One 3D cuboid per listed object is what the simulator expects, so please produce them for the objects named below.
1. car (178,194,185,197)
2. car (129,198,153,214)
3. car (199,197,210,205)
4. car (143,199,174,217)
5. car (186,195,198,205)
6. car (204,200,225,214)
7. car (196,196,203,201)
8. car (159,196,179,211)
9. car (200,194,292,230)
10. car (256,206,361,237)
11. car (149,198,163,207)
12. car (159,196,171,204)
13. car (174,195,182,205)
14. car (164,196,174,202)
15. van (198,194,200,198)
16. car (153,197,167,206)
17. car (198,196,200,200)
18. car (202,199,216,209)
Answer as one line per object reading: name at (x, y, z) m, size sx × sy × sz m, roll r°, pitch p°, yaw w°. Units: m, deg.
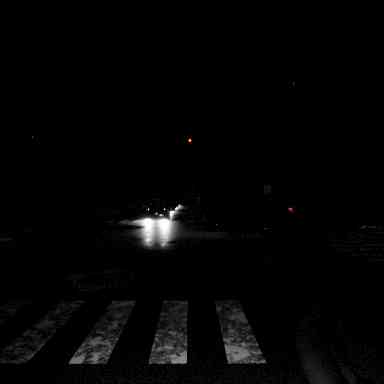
car at (-3.023, 1.584, 62.082) m, size 2.128 × 1.511 × 4.902 m, roll 0°, pitch 0°, yaw 1°
car at (-5.661, 1.480, 36.181) m, size 1.967 × 1.590 × 4.097 m, roll 0°, pitch 0°, yaw 0°
car at (2.420, 1.647, 63.718) m, size 2.008 × 1.369 × 4.403 m, roll 0°, pitch 0°, yaw 0°
car at (-3.150, 1.634, 32.061) m, size 1.895 × 1.301 × 4.718 m, roll 0°, pitch 0°, yaw 1°
car at (-0.125, 1.657, 62.199) m, size 1.994 × 1.385 × 4.181 m, roll 0°, pitch 0°, yaw 0°
car at (2.364, 1.606, 36.164) m, size 1.947 × 1.339 × 4.313 m, roll 0°, pitch 0°, yaw 0°
car at (2.064, 1.698, 90.133) m, size 1.812 × 1.442 × 4.674 m, roll 0°, pitch 0°, yaw 0°
car at (-3.107, 1.614, 42.017) m, size 1.994 × 1.385 × 4.181 m, roll 0°, pitch 0°, yaw 1°
car at (3.474, 1.227, 20.642) m, size 5.566 × 2.045 × 2.150 m, roll 0°, pitch 0°, yaw 0°
car at (6.048, 1.580, 17.405) m, size 4.718 × 1.301 × 1.895 m, roll 0°, pitch 0°, yaw 0°
car at (-5.627, 1.652, 52.713) m, size 1.802 × 1.307 × 4.206 m, roll 0°, pitch 0°, yaw 0°
car at (-5.594, 1.552, 69.246) m, size 1.967 × 1.590 × 4.097 m, roll 0°, pitch 0°, yaw 0°
car at (-3.086, 1.633, 52.001) m, size 1.994 × 1.385 × 4.181 m, roll 0°, pitch 0°, yaw 0°
car at (-5.571, 1.694, 80.267) m, size 2.008 × 1.369 × 4.403 m, roll 0°, pitch 0°, yaw 0°
van at (2.409, 1.424, 58.208) m, size 1.690 × 1.788 × 3.998 m, roll 0°, pitch 0°, yaw 0°
car at (-5.616, 1.634, 58.224) m, size 2.008 × 1.369 × 4.403 m, roll 0°, pitch 0°, yaw 0°
car at (2.398, 1.636, 52.697) m, size 1.947 × 1.339 × 4.313 m, roll 0°, pitch 0°, yaw 0°
car at (2.387, 1.641, 47.187) m, size 1.802 × 1.307 × 4.206 m, roll 0°, pitch 0°, yaw 0°
